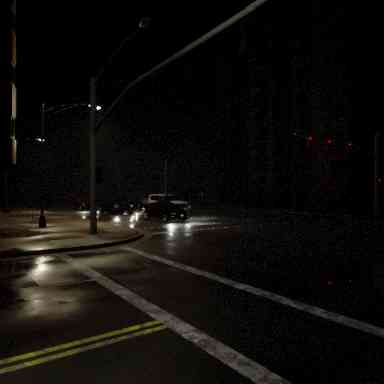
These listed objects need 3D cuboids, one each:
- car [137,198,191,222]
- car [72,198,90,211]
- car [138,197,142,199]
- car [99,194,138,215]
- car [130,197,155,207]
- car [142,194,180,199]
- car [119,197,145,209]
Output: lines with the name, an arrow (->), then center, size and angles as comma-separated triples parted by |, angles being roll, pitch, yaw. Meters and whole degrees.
car -> -2.172, 1.506, 26.249 | 1.837, 1.490, 4.892 | 0, 0, -36
car -> -13.670, 1.478, 42.070 | 1.882, 1.535, 5.008 | 0, 0, -36
car -> -8.707, 1.221, 41.170 | 2.150, 2.045, 5.566 | 0, 0, -36
car -> -7.710, 1.352, 33.845 | 2.097, 1.767, 4.553 | 0, 0, -36
car -> -7.780, 1.526, 52.043 | 1.812, 1.442, 4.674 | 0, 0, -37
car -> -2.384, 1.222, 32.483 | 2.150, 2.045, 5.566 | 0, 0, -36
car -> -8.511, 1.526, 47.099 | 1.812, 1.442, 4.674 | 0, 0, -36
